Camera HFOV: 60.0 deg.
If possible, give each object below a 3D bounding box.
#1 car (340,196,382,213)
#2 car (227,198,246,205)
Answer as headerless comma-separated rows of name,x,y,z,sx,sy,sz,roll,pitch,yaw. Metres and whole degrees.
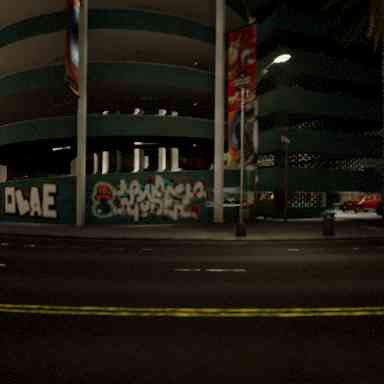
car,20.492,1.484,39.948,5.566,2.045,2.435,1,0,-21
car,9.433,1.906,67.944,4.786,1.482,2.161,1,0,-21
